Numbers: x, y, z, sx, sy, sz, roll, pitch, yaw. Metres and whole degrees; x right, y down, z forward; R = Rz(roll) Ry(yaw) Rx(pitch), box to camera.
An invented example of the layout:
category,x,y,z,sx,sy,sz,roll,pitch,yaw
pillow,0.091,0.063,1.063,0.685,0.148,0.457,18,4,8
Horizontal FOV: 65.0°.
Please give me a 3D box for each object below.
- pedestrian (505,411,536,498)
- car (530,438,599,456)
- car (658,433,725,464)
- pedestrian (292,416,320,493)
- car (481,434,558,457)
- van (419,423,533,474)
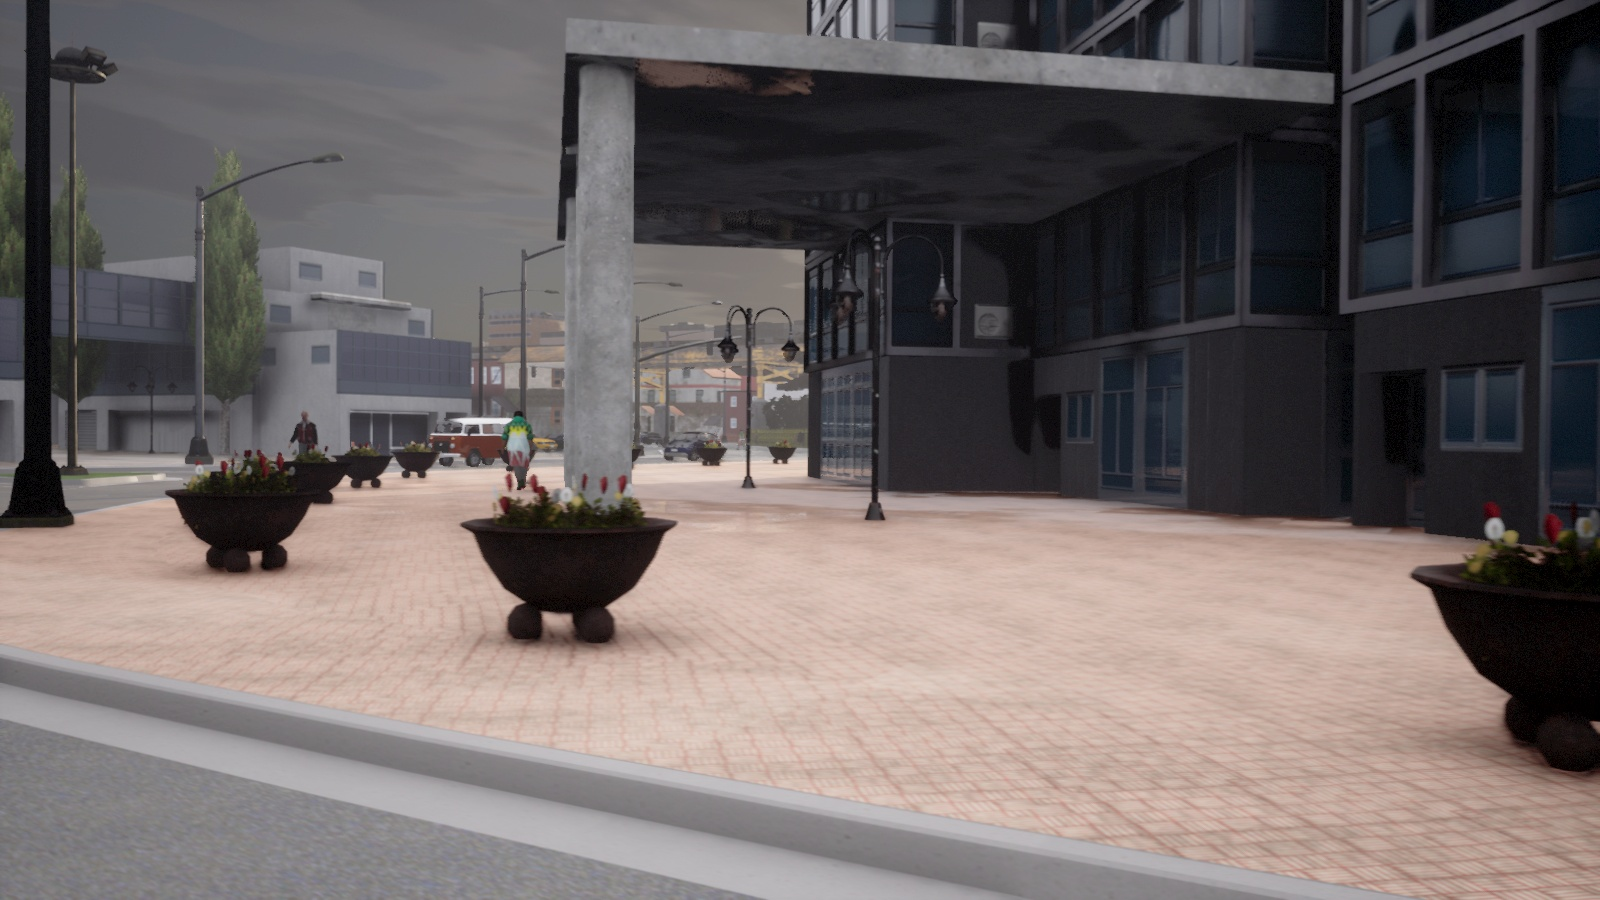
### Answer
category,x,y,z,sx,sy,sz,roll,pitch,yaw
pedestrian,-6.441,0.099,28.935,0.659,1.952,0.873,-1,1,-12
car,-16.764,-0.225,89.325,4.718,1.301,1.895,0,1,28
car,-5.690,-0.101,66.364,1.789,1.549,3.705,0,1,27
pedestrian,-12.084,0.095,30.715,0.376,1.854,0.720,-1,1,-1
car,-19.401,-0.331,86.768,5.366,1.575,1.801,0,1,28
van,-13.423,-0.101,52.354,2.069,2.038,4.480,0,1,29
